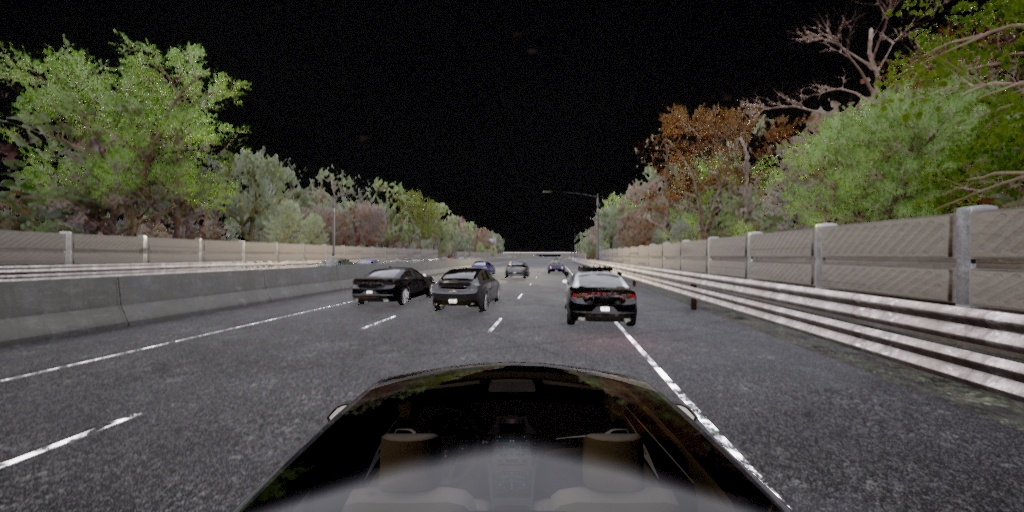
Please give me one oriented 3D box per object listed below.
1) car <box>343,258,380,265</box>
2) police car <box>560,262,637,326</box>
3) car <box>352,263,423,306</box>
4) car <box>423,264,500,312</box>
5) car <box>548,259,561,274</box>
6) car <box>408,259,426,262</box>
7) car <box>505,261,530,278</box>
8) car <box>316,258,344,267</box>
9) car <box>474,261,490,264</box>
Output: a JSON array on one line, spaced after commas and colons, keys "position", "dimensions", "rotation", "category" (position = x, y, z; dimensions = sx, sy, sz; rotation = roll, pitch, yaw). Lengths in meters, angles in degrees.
[{"position": [-16.333, 1.145, 40.259], "dimensions": [1.882, 1.535, 5.008], "rotation": [0, 0, 7], "category": "car"}, {"position": [2.704, 1.158, 11.785], "dimensions": [1.930, 1.638, 5.238], "rotation": [0, 0, 7], "category": "police car"}, {"position": [-4.998, 1.196, 15.780], "dimensions": [1.882, 1.535, 5.008], "rotation": [0, 0, 7], "category": "car"}, {"position": [-1.659, 1.230, 14.225], "dimensions": [1.837, 1.490, 4.892], "rotation": [0, 0, 7], "category": "car"}, {"position": [4.995, 1.289, 40.255], "dimensions": [1.895, 1.301, 4.718], "rotation": [0, 0, 7], "category": "car"}, {"position": [-12.183, 1.141, 45.407], "dimensions": [1.882, 1.535, 5.008], "rotation": [0, 0, 7], "category": "car"}, {"position": [0.541, 1.188, 32.387], "dimensions": [2.128, 1.511, 4.902], "rotation": [0, 0, 7], "category": "car"}, {"position": [-19.864, 1.016, 40.211], "dimensions": [2.097, 1.767, 4.553], "rotation": [0, 0, 7], "category": "car"}, {"position": [-2.803, 1.217, 33.858], "dimensions": [1.812, 1.442, 4.674], "rotation": [0, 0, 7], "category": "car"}]
